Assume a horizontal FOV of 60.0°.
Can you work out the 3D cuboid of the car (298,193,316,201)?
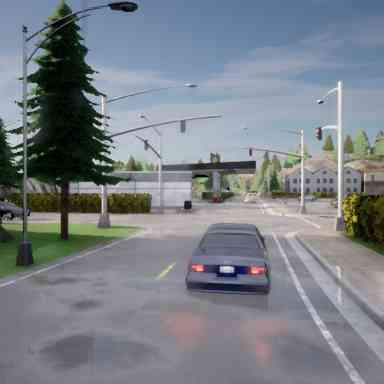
[{"bbox_3d":[27.401,1.077,79.287,3.866,1.878,1.905,0,0,10],"label":"car"}]

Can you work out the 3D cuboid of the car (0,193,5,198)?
[{"bbox_3d":[-29.357,1.221,50.882,2.150,2.045,5.566,0,0,9],"label":"car"}]

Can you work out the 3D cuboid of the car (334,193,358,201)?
[{"bbox_3d":[34.571,1.097,74.673,4.605,1.855,1.932,0,0,10],"label":"car"}]

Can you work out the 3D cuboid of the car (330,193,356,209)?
[{"bbox_3d":[20.264,1.330,42.385,5.027,1.636,2.152,0,0,10],"label":"car"}]

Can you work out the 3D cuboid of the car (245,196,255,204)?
[{"bbox_3d":[11.233,1.526,64.794,1.812,1.442,4.674,0,0,10],"label":"car"}]

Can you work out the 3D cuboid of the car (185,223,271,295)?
[{"bbox_3d":[1.094,1.547,8.914,2.033,1.411,5.357,0,0,10],"label":"car"}]

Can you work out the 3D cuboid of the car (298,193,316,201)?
[{"bbox_3d":[26.216,1.361,76.121,3.806,1.475,1.970,0,0,10],"label":"car"}]

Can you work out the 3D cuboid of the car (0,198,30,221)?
[{"bbox_3d":[-15.736,1.492,27.241,4.902,1.511,2.128,0,0,10],"label":"car"}]
